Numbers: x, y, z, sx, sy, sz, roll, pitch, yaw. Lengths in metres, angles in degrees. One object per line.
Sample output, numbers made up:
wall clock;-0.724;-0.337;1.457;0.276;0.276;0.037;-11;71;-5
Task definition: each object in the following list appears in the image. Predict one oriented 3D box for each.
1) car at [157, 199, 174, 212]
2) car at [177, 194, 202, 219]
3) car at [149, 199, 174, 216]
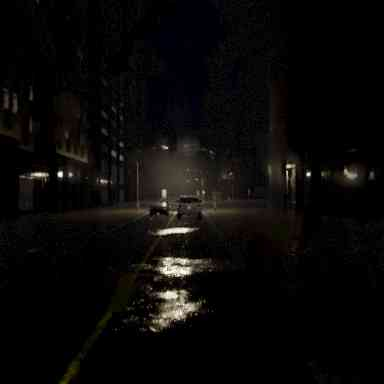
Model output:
car;-3.406;1.749;43.916;1.837;1.490;4.892;0;0;-1
car;-0.245;1.350;30.795;2.150;2.045;5.566;0;0;0
car;-3.322;1.698;35.116;2.033;1.411;5.357;0;0;-1
